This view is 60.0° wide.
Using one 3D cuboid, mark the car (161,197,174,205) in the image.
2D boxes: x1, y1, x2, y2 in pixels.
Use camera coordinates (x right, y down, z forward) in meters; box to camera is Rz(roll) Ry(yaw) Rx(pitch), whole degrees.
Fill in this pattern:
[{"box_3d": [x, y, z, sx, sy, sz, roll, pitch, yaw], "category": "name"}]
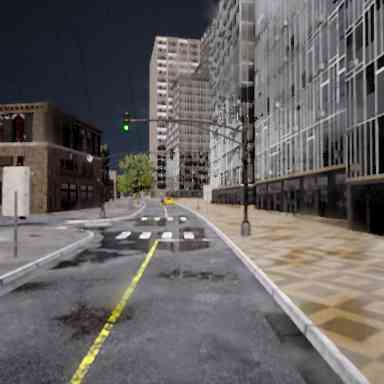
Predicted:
[{"box_3d": [-4.729, 1.880, 67.832, 1.882, 1.535, 5.008, 0, 0, -8], "category": "car"}]
